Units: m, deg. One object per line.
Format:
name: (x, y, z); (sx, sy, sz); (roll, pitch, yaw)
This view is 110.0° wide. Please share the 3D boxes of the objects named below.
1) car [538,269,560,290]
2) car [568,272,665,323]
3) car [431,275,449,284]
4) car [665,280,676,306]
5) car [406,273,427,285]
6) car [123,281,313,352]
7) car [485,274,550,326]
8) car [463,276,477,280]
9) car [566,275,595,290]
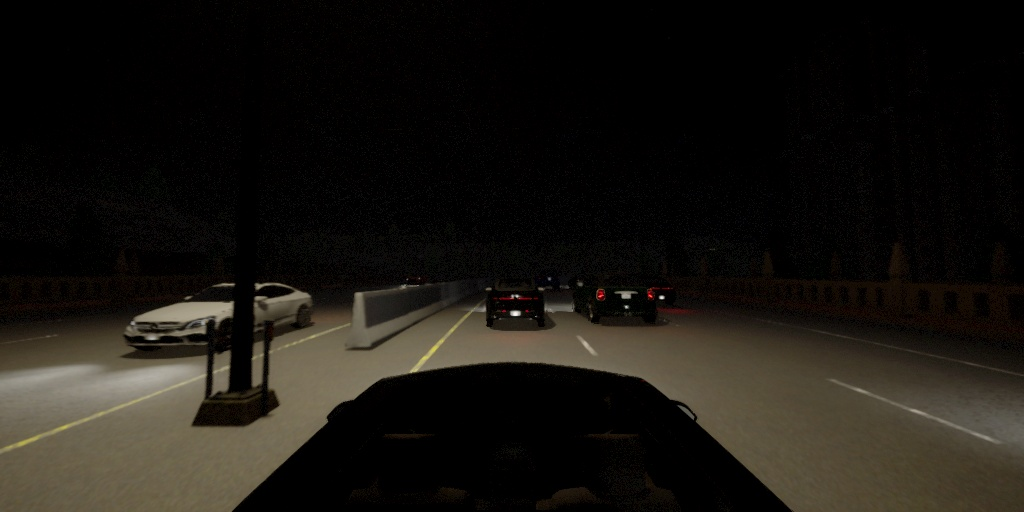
car: (3.601, 2.418, 37.098); (2.150, 2.045, 5.566); (0, -3, 0)
car: (3.599, 1.386, 13.410); (2.097, 1.767, 4.553); (0, -3, 0)
car: (-10.512, 3.497, 52.802); (1.812, 1.442, 4.674); (0, -3, 1)
car: (7.101, 1.831, 19.426); (1.837, 1.490, 4.892); (0, -3, 0)
car: (-13.982, 3.313, 52.605); (2.097, 1.767, 4.553); (0, -3, 1)
car: (-7.100, 1.402, 9.409); (1.812, 1.442, 4.674); (0, -2, 0)
car: (0.100, 1.506, 12.732); (1.837, 1.490, 4.892); (0, -2, 0)
car: (-6.796, 3.867, 58.776); (1.895, 1.301, 4.718); (0, -3, 4)
car: (7.101, 2.726, 37.853); (2.128, 1.511, 4.902); (0, -3, 0)
